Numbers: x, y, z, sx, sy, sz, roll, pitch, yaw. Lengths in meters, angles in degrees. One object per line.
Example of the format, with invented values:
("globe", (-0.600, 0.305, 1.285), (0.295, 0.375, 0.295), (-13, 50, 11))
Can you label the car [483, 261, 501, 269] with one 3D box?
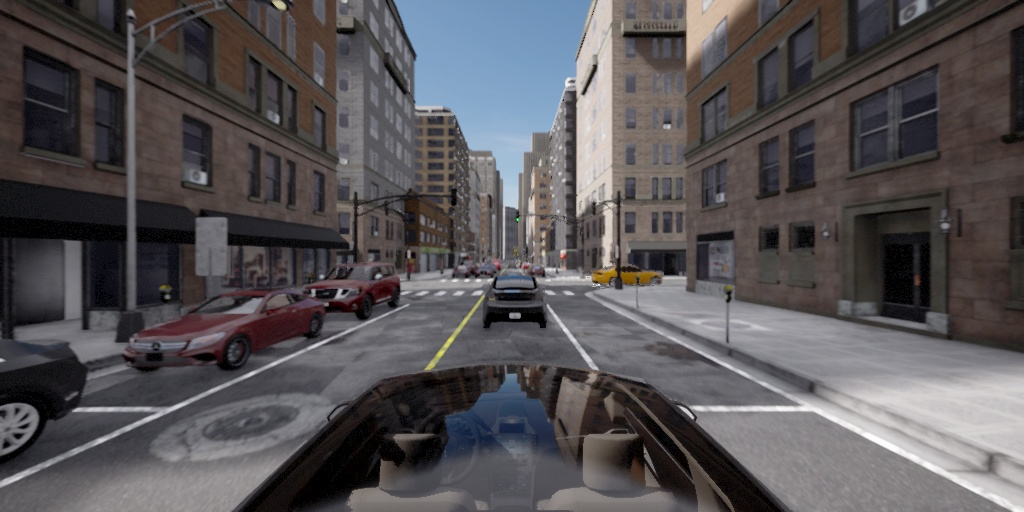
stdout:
("car", (-3.091, 1.768, 51.206), (2.033, 1.411, 5.357), (0, -1, 0))

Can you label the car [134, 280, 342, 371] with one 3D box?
("car", (-5.669, 1.386, 7.781), (1.802, 1.307, 4.207), (0, 0, 0))

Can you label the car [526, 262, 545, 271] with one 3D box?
("car", (2.857, 1.693, 40.389), (1.802, 1.307, 4.207), (0, 0, 0))

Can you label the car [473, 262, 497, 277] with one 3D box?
("car", (-3.098, 1.679, 40.780), (1.994, 1.385, 4.181), (0, -1, 0))

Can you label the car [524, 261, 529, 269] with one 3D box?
("car", (2.857, 1.692, 46.122), (1.751, 1.417, 4.829), (0, 0, 0))

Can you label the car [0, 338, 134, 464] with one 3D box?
("car", (-5.669, 1.305, 2.198), (2.007, 1.370, 4.403), (0, 0, 0))

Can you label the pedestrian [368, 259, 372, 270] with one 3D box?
("pedestrian", (-12.545, 1.173, 31.897), (0.375, 1.860, 0.375), (0, 0, 0))

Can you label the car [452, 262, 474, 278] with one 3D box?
("car", (-5.668, 1.693, 40.361), (1.802, 1.307, 4.207), (0, 0, 0))

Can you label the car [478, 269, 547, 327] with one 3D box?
("car", (0.089, 1.346, 11.883), (1.837, 1.490, 4.892), (0, 0, 0))

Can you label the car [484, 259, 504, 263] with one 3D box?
("car", (-3.038, 1.551, 61.679), (2.150, 2.045, 5.566), (0, -1, 0))

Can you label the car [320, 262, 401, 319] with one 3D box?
("car", (-5.669, 1.169, 13.363), (2.192, 1.841, 5.009), (0, 0, 0))

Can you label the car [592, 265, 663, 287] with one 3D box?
("car", (8.305, 1.403, 25.798), (5.008, 1.535, 1.882), (0, -1, -9))

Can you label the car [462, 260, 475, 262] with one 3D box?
("car", (-5.668, 1.481, 45.926), (2.192, 1.841, 5.009), (0, 0, 0))

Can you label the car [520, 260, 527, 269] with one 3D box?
("car", (2.858, 1.884, 62.640), (1.888, 1.381, 4.507), (0, 0, 0))
